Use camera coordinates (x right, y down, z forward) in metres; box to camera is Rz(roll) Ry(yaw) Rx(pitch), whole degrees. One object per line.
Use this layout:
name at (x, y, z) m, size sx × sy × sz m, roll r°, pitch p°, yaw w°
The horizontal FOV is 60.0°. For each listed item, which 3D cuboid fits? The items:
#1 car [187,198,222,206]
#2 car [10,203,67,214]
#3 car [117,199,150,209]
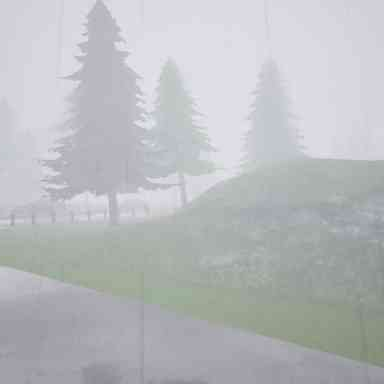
car at (1.499, 1.463, 44.357) m, size 5.357 × 1.411 × 2.033 m, roll 0°, pitch 0°, yaw -34°
car at (-14.201, 1.385, 31.023) m, size 2.128 × 1.511 × 4.902 m, roll 0°, pitch 0°, yaw 44°
car at (-6.936, 1.466, 37.915) m, size 4.181 × 1.385 × 1.994 m, roll 0°, pitch 0°, yaw -39°
